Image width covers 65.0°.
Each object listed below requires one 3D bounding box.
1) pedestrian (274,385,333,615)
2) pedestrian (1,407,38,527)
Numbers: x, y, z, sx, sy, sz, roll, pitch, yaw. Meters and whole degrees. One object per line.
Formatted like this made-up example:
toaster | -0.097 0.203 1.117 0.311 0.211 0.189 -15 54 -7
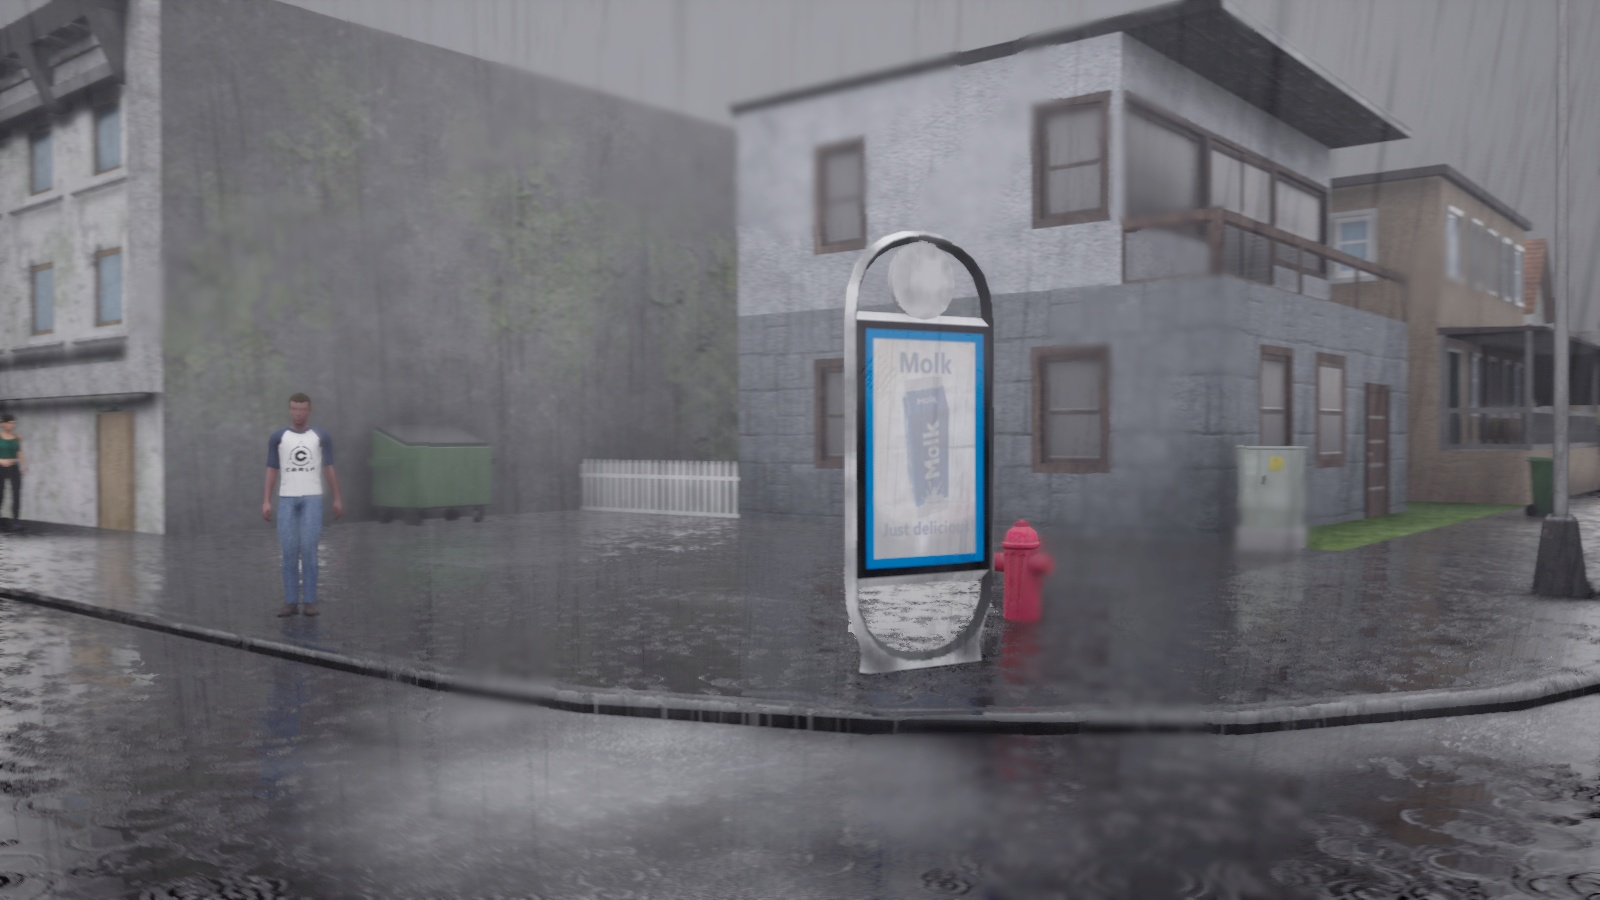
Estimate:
pedestrian | -4.115 0.397 10.424 0.354 1.836 0.706 0 1 -13
pedestrian | -12.094 0.252 19.451 0.594 1.836 0.345 1 1 43
